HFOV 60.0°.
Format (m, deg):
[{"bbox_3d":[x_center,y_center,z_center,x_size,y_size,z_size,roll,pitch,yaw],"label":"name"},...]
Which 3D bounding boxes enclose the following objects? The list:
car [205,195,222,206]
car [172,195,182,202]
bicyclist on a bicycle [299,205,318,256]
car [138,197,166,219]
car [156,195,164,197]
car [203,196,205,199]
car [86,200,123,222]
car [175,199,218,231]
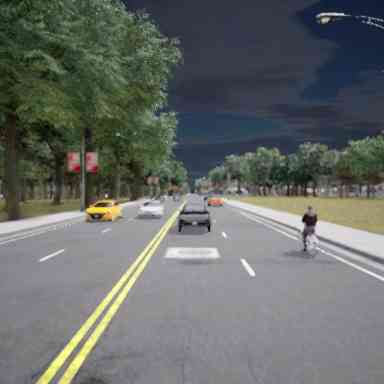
[{"bbox_3d":[3.468,1.209,51.331,2.097,1.767,4.553,0,0,0],"label":"car"},{"bbox_3d":[-3.088,1.313,68.972,2.128,1.511,4.902,0,0,0],"label":"car"},{"bbox_3d":[4.167,1.337,11.979,0.659,1.776,1.843,0,0,0],"label":"bicyclist on a bicycle"},{"bbox_3d":[-3.288,1.428,27.696,1.812,1.442,4.674,0,0,0],"label":"car"},{"bbox_3d":[-6.349,1.326,66.670,1.812,1.442,4.674,0,0,0],"label":"car"},{"bbox_3d":[3.416,1.323,70.908,1.837,1.490,4.892,0,0,0],"label":"car"},{"bbox_3d":[-6.544,1.381,25.290,1.882,1.535,5.008,0,0,0],"label":"car"},{"bbox_3d":[0.143,1.424,19.795,2.128,1.511,4.902,0,0,0],"label":"car"}]
